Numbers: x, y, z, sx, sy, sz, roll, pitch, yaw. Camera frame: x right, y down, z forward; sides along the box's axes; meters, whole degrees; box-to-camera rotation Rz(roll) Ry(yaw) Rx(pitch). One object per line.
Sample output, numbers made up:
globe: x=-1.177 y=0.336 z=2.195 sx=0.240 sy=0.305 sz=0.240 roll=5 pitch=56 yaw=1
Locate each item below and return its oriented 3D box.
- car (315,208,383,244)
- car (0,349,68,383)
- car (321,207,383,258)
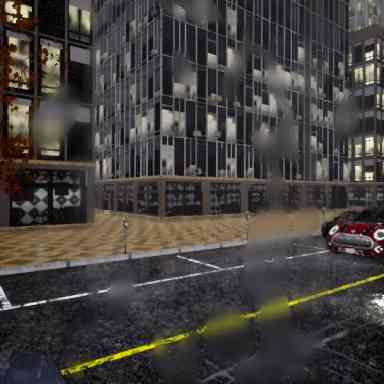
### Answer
car: x=8.140 y=1.563 z=16.226 sx=4.313 sy=1.339 sz=1.947 roll=0 pitch=0 yaw=-36
car: x=-3.066 y=1.547 z=1.122 sx=5.357 sy=1.411 sz=2.033 roll=0 pitch=0 yaw=-35
car: x=7.032 y=1.351 z=12.259 sx=4.553 sy=1.767 sz=2.097 roll=0 pitch=0 yaw=-36
